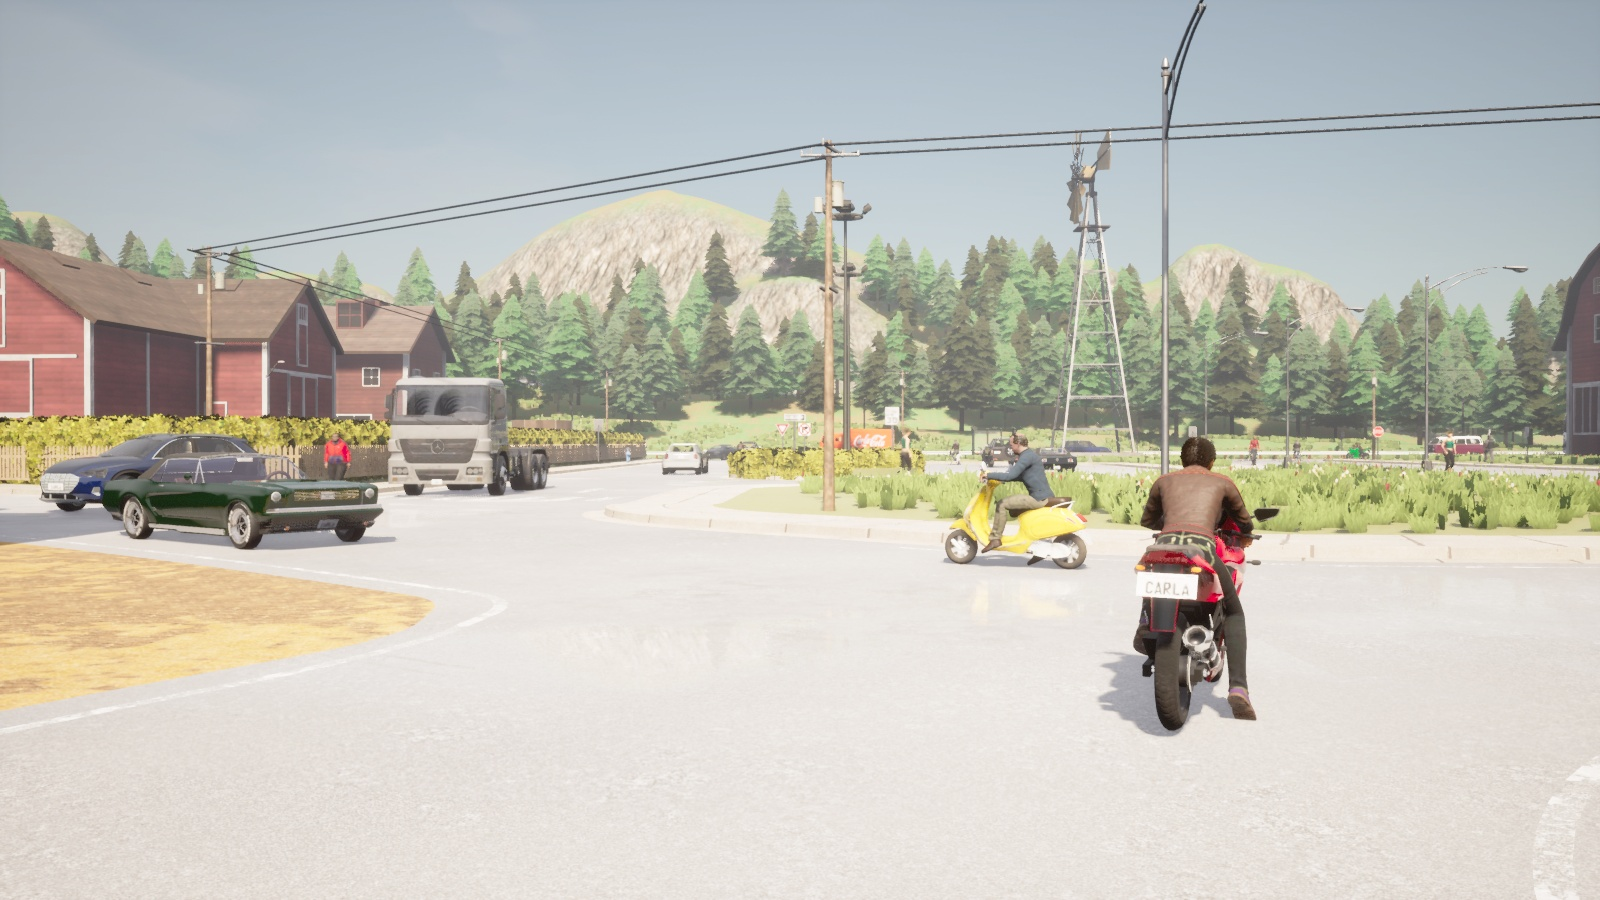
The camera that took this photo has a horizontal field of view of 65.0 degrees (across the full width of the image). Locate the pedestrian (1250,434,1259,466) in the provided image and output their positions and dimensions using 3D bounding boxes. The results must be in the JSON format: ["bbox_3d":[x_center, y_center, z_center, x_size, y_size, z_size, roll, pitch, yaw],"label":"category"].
[{"bbox_3d":[26.462,0.010,73.132,0.331,1.846,0.636,0,0,2],"label":"pedestrian"}]

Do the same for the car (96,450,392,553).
[{"bbox_3d":[-8.305,0.675,18.587,4.718,1.301,1.895,1,1,36],"label":"car"}]

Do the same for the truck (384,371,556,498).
[{"bbox_3d":[-9.759,-0.461,38.151,2.891,3.462,7.936,0,1,2],"label":"truck"}]

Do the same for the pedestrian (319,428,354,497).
[{"bbox_3d":[-12.604,0.327,34.153,0.634,1.844,0.899,0,0,-1],"label":"pedestrian"}]

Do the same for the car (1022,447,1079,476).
[{"bbox_3d":[11.856,0.519,59.787,1.895,1.301,4.718,0,0,2],"label":"car"}]

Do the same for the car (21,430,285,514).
[{"bbox_3d":[-13.794,0.418,27.145,2.033,1.649,4.856,0,0,24],"label":"car"}]

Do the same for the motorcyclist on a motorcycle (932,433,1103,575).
[{"bbox_3d":[2.569,0.598,14.846,1.817,1.590,0.866,0,1,27],"label":"motorcyclist on a motorcycle"}]

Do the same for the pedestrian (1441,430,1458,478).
[{"bbox_3d":[25.279,0.146,48.845,0.345,1.836,0.594,0,0,-1],"label":"pedestrian"}]

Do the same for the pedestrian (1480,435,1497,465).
[{"bbox_3d":[43.072,-0.007,78.562,0.563,1.883,0.849,0,0,1],"label":"pedestrian"}]

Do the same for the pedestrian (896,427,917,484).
[{"bbox_3d":[3.415,0.177,40.265,0.594,1.836,0.345,0,0,-28],"label":"pedestrian"}]

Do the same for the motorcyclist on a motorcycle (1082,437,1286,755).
[{"bbox_3d":[2.227,0.687,7.090,0.797,1.523,2.044,0,1,26],"label":"motorcyclist on a motorcycle"}]

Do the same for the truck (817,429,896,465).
[{"bbox_3d":[3.969,-0.234,87.966,5.204,2.467,2.627,0,0,10],"label":"truck"}]

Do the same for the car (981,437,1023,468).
[{"bbox_3d":[12.326,0.139,76.882,1.932,1.855,4.605,0,0,1],"label":"car"}]

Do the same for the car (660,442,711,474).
[{"bbox_3d":[-5.480,0.366,60.549,1.970,1.475,3.806,0,0,2],"label":"car"}]
